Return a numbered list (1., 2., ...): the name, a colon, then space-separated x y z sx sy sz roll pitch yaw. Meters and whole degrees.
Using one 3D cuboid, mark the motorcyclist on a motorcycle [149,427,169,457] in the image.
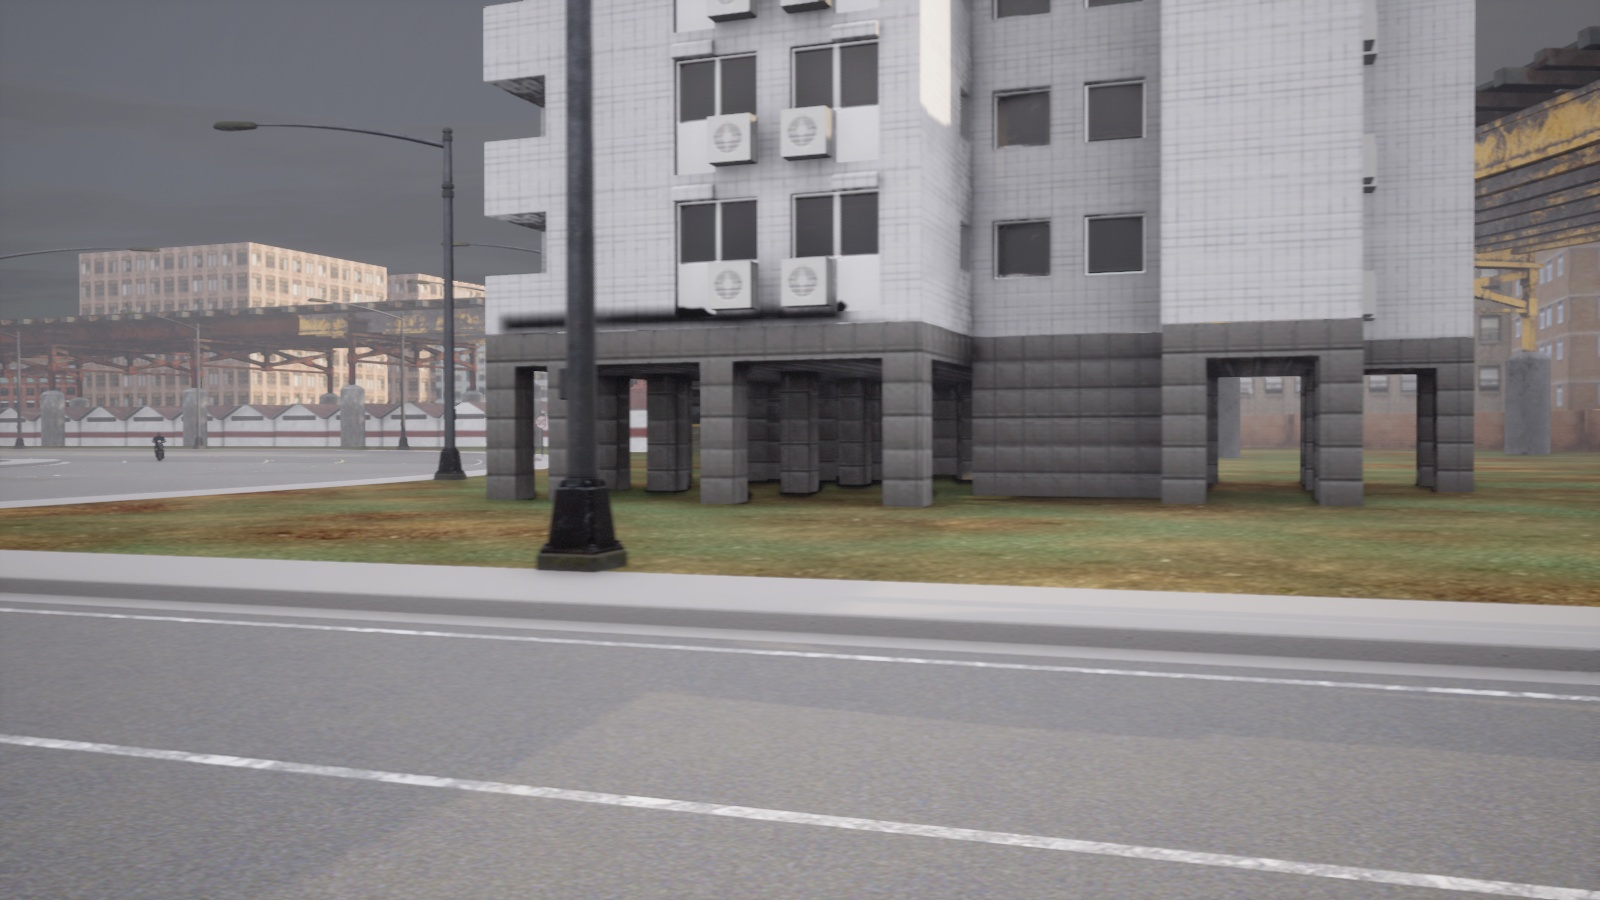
1. motorcyclist on a motorcycle: -34.969 -0.450 68.491 0.866 1.590 1.817 -1 1 -31
